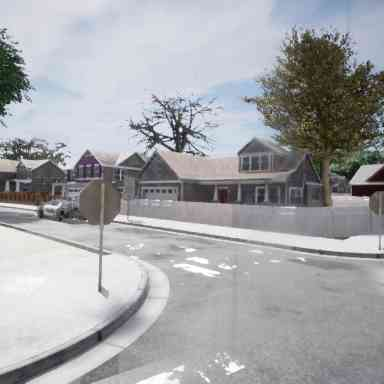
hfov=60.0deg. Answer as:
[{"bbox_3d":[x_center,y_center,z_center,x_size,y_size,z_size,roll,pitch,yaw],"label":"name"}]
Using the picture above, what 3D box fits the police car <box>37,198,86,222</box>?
[{"bbox_3d":[-9.204,1.206,23.427,4.974,1.542,2.038,1,-1,44],"label":"police car"}]
